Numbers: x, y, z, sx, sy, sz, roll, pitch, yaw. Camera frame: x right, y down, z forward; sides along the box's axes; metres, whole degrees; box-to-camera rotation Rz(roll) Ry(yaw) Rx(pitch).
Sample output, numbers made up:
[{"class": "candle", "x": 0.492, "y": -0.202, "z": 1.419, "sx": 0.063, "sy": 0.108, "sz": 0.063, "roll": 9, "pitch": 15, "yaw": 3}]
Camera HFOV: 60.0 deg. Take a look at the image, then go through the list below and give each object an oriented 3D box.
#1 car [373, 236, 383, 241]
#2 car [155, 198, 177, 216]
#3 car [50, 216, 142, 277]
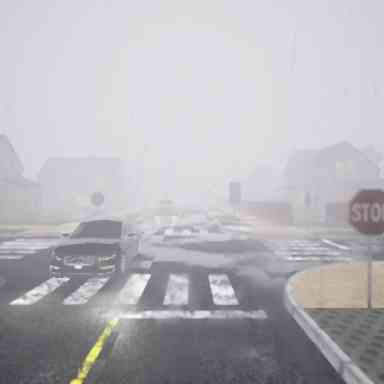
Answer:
[{"class": "car", "x": 10.655, "y": 1.744, "z": 15.363, "sx": 4.718, "sy": 1.301, "sz": 1.895, "roll": 0, "pitch": 0, "yaw": 1}, {"class": "car", "x": -2.753, "y": 1.585, "z": 35.876, "sx": 2.097, "sy": 1.767, "sz": 4.553, "roll": 0, "pitch": -1, "yaw": 0}, {"class": "car", "x": -2.746, "y": 1.573, "z": 10.472, "sx": 1.837, "sy": 1.490, "sz": 4.892, "roll": 0, "pitch": 0, "yaw": 0}]
